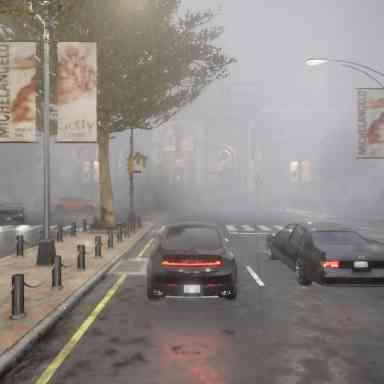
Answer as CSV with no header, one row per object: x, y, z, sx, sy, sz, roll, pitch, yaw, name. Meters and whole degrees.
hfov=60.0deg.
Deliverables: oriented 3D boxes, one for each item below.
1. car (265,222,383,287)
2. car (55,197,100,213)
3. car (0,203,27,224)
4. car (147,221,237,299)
3.496,1.547,9.400,2.033,1.411,5.357,0,0,0,car
-12.201,1.352,35.923,4.553,1.767,2.097,0,0,0,car
-13.139,1.526,24.187,1.812,1.442,4.674,1,0,-25,car
-0.003,1.505,8.436,1.837,1.490,4.892,0,0,0,car
